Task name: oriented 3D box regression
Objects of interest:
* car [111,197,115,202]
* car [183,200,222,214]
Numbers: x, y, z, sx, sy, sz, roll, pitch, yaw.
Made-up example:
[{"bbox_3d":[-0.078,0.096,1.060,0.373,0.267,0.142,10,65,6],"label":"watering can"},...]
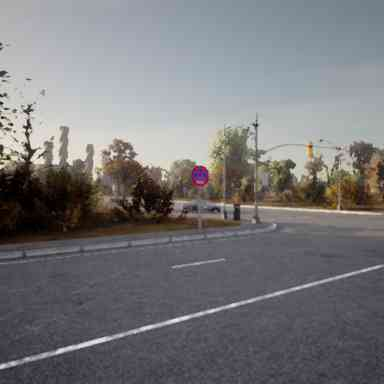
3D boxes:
[{"bbox_3d":[-12.567,1.312,57.550,2.033,1.411,5.357,0,1,-32],"label":"car"},{"bbox_3d":[1.004,1.548,35.521,2.033,1.411,5.357,0,0,-32],"label":"car"}]
